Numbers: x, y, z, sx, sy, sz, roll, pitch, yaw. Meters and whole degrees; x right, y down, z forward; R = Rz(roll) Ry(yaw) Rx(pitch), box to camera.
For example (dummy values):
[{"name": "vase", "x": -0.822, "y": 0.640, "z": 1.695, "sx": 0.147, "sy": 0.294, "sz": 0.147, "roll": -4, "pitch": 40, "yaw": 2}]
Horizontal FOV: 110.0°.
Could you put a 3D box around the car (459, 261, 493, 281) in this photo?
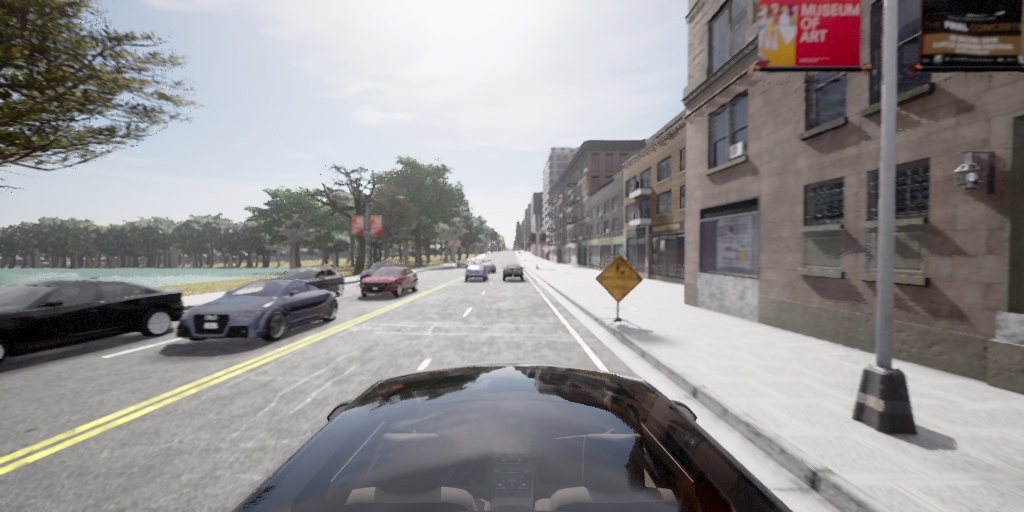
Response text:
[{"name": "car", "x": -3.144, "y": 1.434, "z": 32.503, "sx": 2.033, "sy": 1.411, "sz": 5.357, "roll": 0, "pitch": 0, "yaw": 0}]

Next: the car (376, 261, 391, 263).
[{"name": "car", "x": -9.802, "y": 1.221, "z": 27.531, "sx": 2.097, "sy": 1.767, "sz": 4.553, "roll": 0, "pitch": 0, "yaw": 0}]

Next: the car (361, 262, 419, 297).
[{"name": "car", "x": -6.584, "y": 1.311, "z": 19.769, "sx": 1.882, "sy": 1.535, "sz": 5.008, "roll": 0, "pitch": 0, "yaw": 0}]

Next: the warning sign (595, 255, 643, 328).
[{"name": "warning sign", "x": 2.853, "y": 0.900, "z": 9.706, "sx": 1.300, "sy": 1.860, "sz": 1.060, "roll": 0, "pitch": 0, "yaw": 0}]

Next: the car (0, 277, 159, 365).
[{"name": "car", "x": -9.845, "y": 1.253, "z": 7.639, "sx": 1.882, "sy": 1.535, "sz": 5.008, "roll": 0, "pitch": 0, "yaw": 0}]

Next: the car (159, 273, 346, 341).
[{"name": "car", "x": -6.591, "y": 1.350, "z": 9.864, "sx": 1.994, "sy": 1.385, "sz": 4.181, "roll": 0, "pitch": 0, "yaw": 1}]

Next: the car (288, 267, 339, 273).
[{"name": "car", "x": -9.841, "y": 1.327, "z": 17.363, "sx": 1.837, "sy": 1.490, "sz": 4.892, "roll": 0, "pitch": 0, "yaw": 0}]

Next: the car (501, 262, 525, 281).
[{"name": "car", "x": 0.109, "y": 1.390, "z": 32.449, "sx": 1.837, "sy": 1.490, "sz": 4.892, "roll": 0, "pitch": -1, "yaw": 0}]

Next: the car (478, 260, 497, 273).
[{"name": "car", "x": -3.140, "y": 1.489, "z": 47.935, "sx": 1.994, "sy": 1.385, "sz": 4.181, "roll": 0, "pitch": 0, "yaw": 0}]
